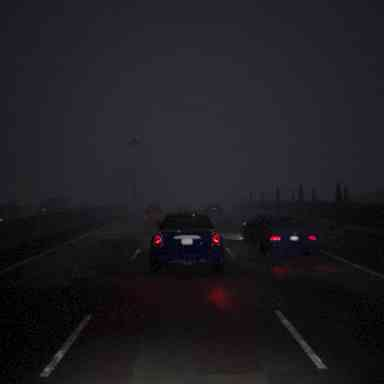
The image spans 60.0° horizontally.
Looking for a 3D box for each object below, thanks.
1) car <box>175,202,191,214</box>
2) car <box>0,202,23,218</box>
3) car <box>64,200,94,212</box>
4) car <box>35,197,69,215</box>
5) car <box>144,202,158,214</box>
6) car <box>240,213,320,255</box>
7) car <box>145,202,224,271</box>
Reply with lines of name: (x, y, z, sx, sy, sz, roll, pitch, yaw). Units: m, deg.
car: (-1.070, 1.946, 40.248, 1.812, 1.442, 4.674, 0, -3, -2)
car: (-18.497, 1.798, 32.745, 1.837, 1.490, 4.892, 0, -2, -1)
car: (-11.546, 1.866, 35.206, 1.994, 1.385, 4.181, 0, -2, -1)
car: (-15.078, 1.608, 36.493, 2.150, 2.045, 5.566, 0, -3, -1)
car: (-4.554, 1.962, 39.923, 1.812, 1.442, 4.674, 0, -3, -2)
car: (3.242, 1.559, 13.284, 2.033, 1.411, 5.357, 0, 0, -2)
car: (-0.198, 1.385, 11.202, 2.097, 1.767, 4.553, 0, 0, -2)
